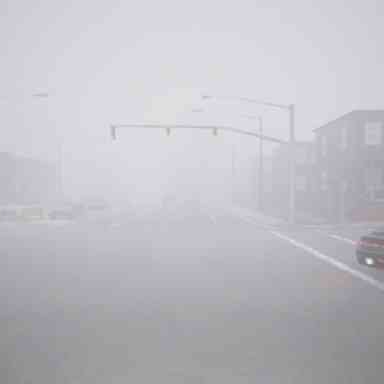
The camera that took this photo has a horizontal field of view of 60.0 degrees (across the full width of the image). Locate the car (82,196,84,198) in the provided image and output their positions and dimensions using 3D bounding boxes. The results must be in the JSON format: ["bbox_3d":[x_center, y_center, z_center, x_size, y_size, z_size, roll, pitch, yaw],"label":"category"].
[{"bbox_3d":[-14.095,1.447,36.844,2.128,1.511,4.902,0,0,0],"label":"car"}]

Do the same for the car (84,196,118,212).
[{"bbox_3d":[-10.597,1.501,39.024,2.033,1.411,5.357,0,0,0],"label":"car"}]

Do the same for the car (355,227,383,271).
[{"bbox_3d":[6.923,1.468,8.941,4.892,1.490,1.837,-1,-3,-10],"label":"car"}]

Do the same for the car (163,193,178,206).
[{"bbox_3d":[-3.504,1.157,53.540,2.150,2.045,5.566,0,0,0],"label":"car"}]

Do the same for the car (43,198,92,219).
[{"bbox_3d":[-10.638,1.513,28.875,2.033,1.411,5.357,0,0,-3],"label":"car"}]

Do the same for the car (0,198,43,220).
[{"bbox_3d":[-14.113,1.319,27.699,2.097,1.767,4.553,0,0,0],"label":"car"}]

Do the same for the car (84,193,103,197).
[{"bbox_3d":[-14.057,1.164,47.077,2.150,2.045,5.566,0,0,1],"label":"car"}]

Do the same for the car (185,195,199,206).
[{"bbox_3d":[-0.004,1.287,53.485,2.097,1.767,4.553,0,0,0],"label":"car"}]

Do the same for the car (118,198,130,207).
[{"bbox_3d":[-10.547,1.541,49.507,1.895,1.301,4.718,0,0,0],"label":"car"}]
